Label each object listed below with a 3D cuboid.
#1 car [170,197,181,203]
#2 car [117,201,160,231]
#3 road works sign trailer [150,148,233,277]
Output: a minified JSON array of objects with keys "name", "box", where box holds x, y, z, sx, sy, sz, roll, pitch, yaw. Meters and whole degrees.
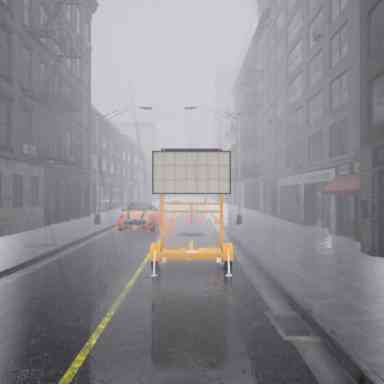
[{"name":"car","box":[-3.084,1.630,64.024,1.812,1.442,4.674,0,0,0]},{"name":"car","box":[-3.126,1.363,20.384,2.097,1.767,4.553,0,0,0]},{"name":"road works sign trailer","box":[-0.012,0.468,10.273,2.380,3.560,2.880,0,0,0]}]
